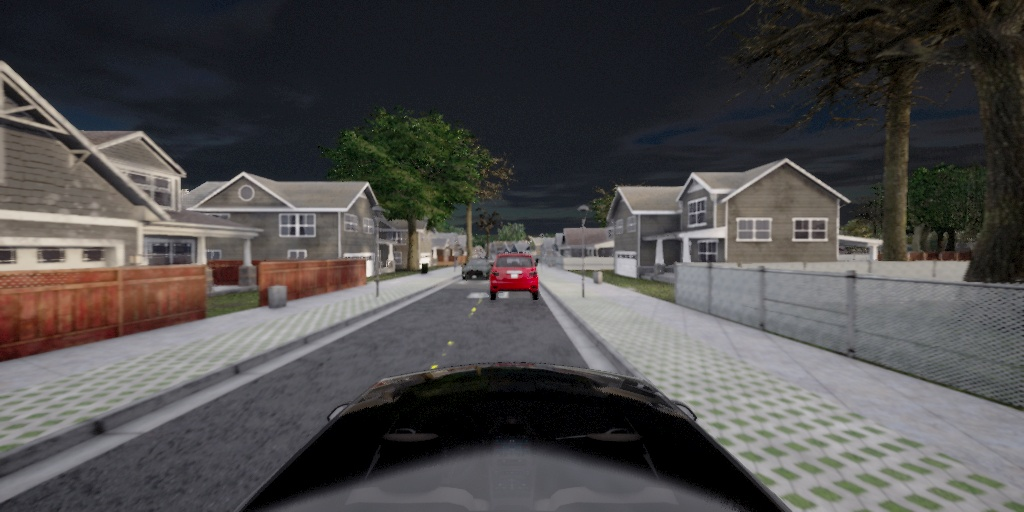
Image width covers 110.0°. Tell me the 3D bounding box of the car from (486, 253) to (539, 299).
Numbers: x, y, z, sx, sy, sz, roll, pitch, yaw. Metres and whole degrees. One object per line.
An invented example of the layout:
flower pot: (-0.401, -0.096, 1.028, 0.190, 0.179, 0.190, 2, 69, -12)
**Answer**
car: (0.101, 0.892, 17.462, 2.150, 2.045, 5.566, 0, 0, 0)

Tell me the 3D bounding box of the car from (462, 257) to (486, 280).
car: (-2.786, 0.960, 29.110, 2.097, 1.767, 4.553, 0, 0, 0)
